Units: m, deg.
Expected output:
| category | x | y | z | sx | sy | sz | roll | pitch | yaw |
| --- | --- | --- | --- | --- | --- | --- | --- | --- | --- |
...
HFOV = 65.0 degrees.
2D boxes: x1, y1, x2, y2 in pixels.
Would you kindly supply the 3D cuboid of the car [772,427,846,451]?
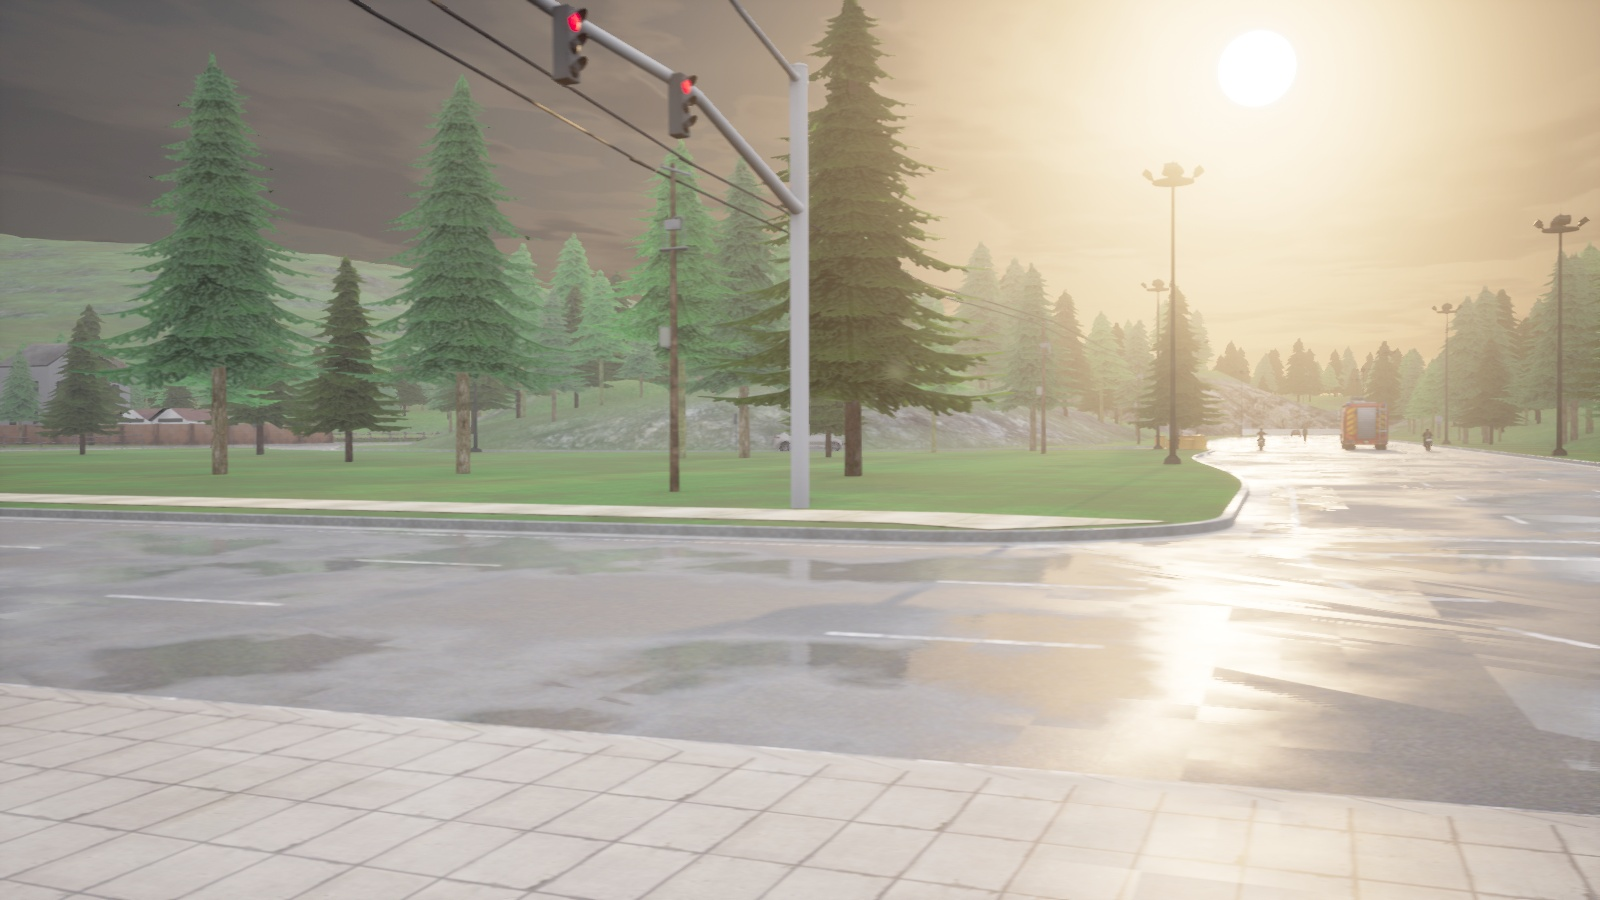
| category | x | y | z | sx | sy | sz | roll | pitch | yaw |
| --- | --- | --- | --- | --- | --- | --- | --- | --- | --- |
| car | 0.599 | -0.754 | 85.633 | 5.027 | 1.651 | 2.152 | 0 | 1 | 0 |
